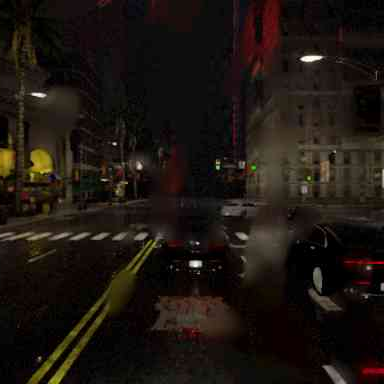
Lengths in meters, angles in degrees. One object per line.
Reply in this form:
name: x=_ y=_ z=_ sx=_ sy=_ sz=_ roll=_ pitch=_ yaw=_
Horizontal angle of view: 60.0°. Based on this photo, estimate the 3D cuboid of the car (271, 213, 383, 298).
car: x=3.600 y=1.500 z=8.501 sx=1.837 sy=1.490 sz=4.892 roll=0 pitch=0 yaw=0

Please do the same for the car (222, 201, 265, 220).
car: x=4.311 y=1.513 z=27.958 sx=1.812 sy=1.442 sz=4.674 roll=-1 pitch=-1 yaw=42

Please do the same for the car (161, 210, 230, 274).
car: x=0.090 y=1.499 z=10.496 sx=1.837 sy=1.490 sz=4.892 roll=0 pitch=0 yaw=0

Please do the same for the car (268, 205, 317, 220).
car: x=7.446 y=1.590 z=24.166 sx=1.895 sy=1.301 sz=4.718 roll=0 pitch=0 yaw=41
